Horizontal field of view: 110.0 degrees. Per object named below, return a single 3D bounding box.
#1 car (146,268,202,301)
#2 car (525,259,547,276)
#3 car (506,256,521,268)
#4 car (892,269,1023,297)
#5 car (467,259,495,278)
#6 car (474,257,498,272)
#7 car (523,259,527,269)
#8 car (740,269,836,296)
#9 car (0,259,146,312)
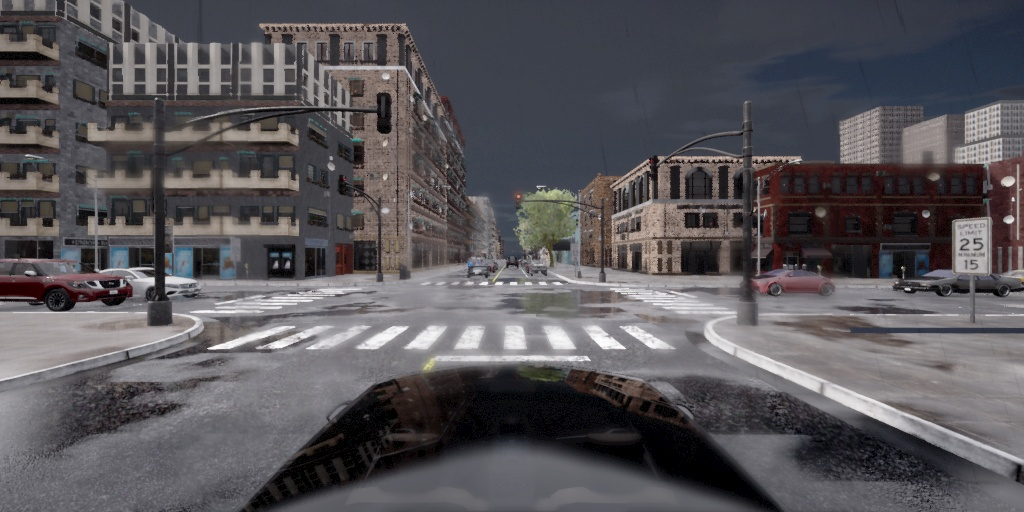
[{"bbox_3d":[-16.529,1.227,15.861,4.674,1.442,1.812,0,0,0],"label":"car"},{"bbox_3d":[2.686,1.330,36.987,2.007,1.370,4.403,0,0,0],"label":"car"},{"bbox_3d":[0.085,1.050,63.906,2.150,2.045,5.566,0,0,0],"label":"car"},{"bbox_3d":[24.018,1.412,19.354,5.357,1.411,2.033,0,0,0],"label":"car"},{"bbox_3d":[-3.106,1.266,34.337,2.128,1.511,4.902,0,0,0],"label":"car"},{"bbox_3d":[-3.103,1.143,44.231,2.097,1.767,4.553,0,0,0],"label":"car"},{"bbox_3d":[2.686,1.228,42.684,1.967,1.591,4.097,0,0,0],"label":"car"},{"bbox_3d":[14.716,1.387,19.286,4.181,1.385,1.994,0,0,0],"label":"car"},{"bbox_3d":[-17.278,1.013,13.266,5.009,1.841,2.192,0,0,0],"label":"car"}]
